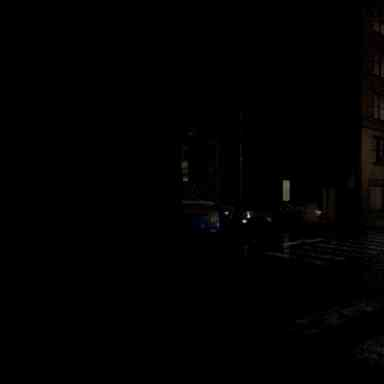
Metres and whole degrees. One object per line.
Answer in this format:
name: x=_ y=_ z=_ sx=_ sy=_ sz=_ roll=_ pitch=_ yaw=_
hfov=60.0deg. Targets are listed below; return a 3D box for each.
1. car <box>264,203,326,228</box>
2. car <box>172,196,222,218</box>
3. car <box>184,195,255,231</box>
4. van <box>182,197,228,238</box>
car: x=6.771 y=1.423 z=22.388 sx=1.967 sy=1.590 sz=4.097 roll=0 pitch=0 yaw=-35
car: x=0.357 y=1.291 z=31.533 sx=2.192 sy=1.841 sz=5.009 roll=0 pitch=0 yaw=-35
car: x=1.310 y=1.214 z=20.167 sx=2.150 sy=2.045 sz=5.566 roll=0 pitch=0 yaw=-33
van: x=-0.199 y=1.340 z=17.478 sx=1.690 sy=1.788 sz=3.998 roll=0 pitch=0 yaw=-35
